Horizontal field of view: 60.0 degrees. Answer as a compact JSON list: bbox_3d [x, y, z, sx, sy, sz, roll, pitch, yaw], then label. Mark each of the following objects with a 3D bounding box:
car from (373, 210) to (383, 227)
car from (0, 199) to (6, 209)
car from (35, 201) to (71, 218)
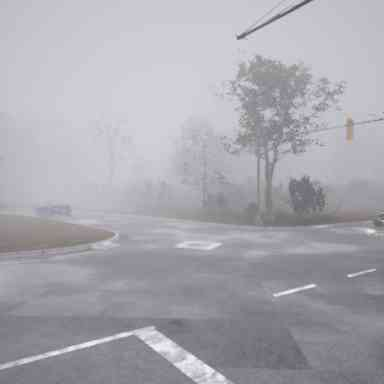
[{"bbox_3d":[14.352,1.647,22.757,4.892,1.490,1.837,0,0,-33],"label":"car"},{"bbox_3d":[-29.085,1.750,48.613,4.902,1.511,2.128,-1,-1,34],"label":"car"},{"bbox_3d":[-13.228,1.557,31.518,1.882,1.535,5.008,1,-1,-45],"label":"car"}]
